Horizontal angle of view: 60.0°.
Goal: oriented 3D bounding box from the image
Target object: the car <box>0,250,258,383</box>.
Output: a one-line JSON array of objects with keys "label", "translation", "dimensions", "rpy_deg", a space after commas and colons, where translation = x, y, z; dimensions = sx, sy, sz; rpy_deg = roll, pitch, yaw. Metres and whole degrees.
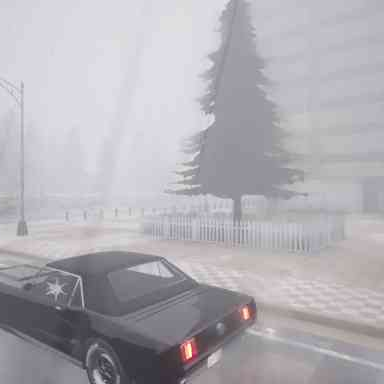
[{"label": "car", "translation": [-1.538, 1.601, 5.108], "dimensions": [4.718, 1.301, 1.895], "rpy_deg": [0, 0, 36]}]

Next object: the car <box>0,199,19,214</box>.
[{"label": "car", "translation": [-20.406, 1.478, 33.896], "dimensions": [1.882, 1.535, 5.008], "rpy_deg": [0, 0, 36]}]

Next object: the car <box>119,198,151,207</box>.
[{"label": "car", "translation": [-8.490, 1.547, 50.392], "dimensions": [2.033, 1.411, 5.357], "rpy_deg": [0, 0, 36]}]

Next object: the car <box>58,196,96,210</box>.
[{"label": "car", "translation": [-14.505, 1.352, 42.068], "dimensions": [2.097, 1.767, 4.553], "rpy_deg": [0, 0, 36]}]
